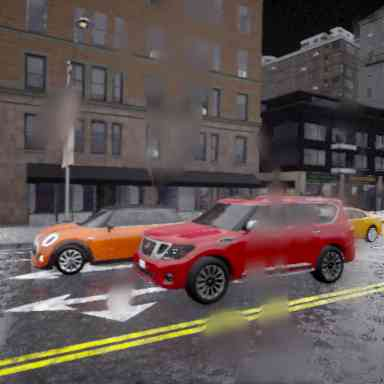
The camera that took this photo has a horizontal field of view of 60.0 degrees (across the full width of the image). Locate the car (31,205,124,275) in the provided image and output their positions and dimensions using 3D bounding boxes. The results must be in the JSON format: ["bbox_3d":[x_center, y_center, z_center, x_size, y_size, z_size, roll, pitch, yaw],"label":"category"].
[{"bbox_3d":[-2.206,1.185,9.810,4.553,1.767,2.097,0,1,-27],"label":"car"}]

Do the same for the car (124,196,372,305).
[{"bbox_3d":[1.455,1.125,8.044,5.566,2.045,2.150,0,1,-27],"label":"car"}]

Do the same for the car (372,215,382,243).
[{"bbox_3d":[5.919,1.358,14.163,5.008,1.535,1.882,0,1,-28],"label":"car"}]
